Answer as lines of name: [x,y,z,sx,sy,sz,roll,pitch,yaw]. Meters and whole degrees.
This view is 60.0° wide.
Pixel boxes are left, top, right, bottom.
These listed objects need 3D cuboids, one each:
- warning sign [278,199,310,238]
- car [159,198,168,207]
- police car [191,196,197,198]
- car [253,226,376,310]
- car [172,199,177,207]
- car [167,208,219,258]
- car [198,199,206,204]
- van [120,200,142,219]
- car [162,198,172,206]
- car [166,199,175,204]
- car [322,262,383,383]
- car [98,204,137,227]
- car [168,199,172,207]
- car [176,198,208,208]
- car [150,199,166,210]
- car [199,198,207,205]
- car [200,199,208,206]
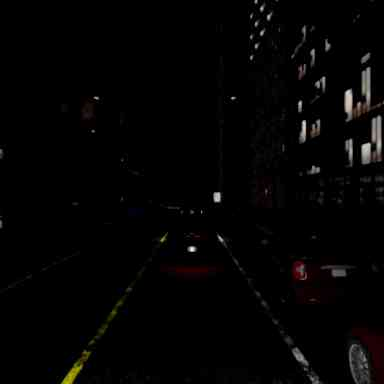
warning sign: [5.067,1.294,16.610,1.300,1.860,1.060,0,-1,0]
car: [-5.690,2.220,58.850,1.802,1.307,4.206,0,-1,0]
police car: [0.249,2.377,86.591,1.930,1.638,5.238,0,-1,-18]
car: [2.690,1.527,8.017,1.967,1.590,4.097,0,-1,0]
car: [-3.014,2.214,65.311,1.837,1.490,4.892,0,-1,0]
car: [0.022,1.653,13.491,1.837,1.490,4.892,0,0,0]
car: [2.691,2.509,87.092,2.008,1.369,4.403,0,-1,0]
van: [-5.690,1.670,30.612,1.690,1.788,3.998,0,-1,0]
car: [-5.689,2.270,75.797,1.967,1.590,4.097,0,-1,0]
car: [-5.689,2.509,87.091,2.008,1.369,4.403,0,-1,0]
car: [2.689,1.609,2.368,1.802,1.307,4.206,0,-1,0]
car: [-5.691,1.834,24.961,1.947,1.339,4.313,0,-1,0]
car: [-5.690,2.017,64.502,2.192,1.841,5.009,0,-1,0]
car: [0.023,1.656,28.411,2.097,1.767,4.553,0,-1,0]
car: [-5.690,2.156,53.202,1.802,1.307,4.206,0,-1,0]
car: [2.691,2.334,81.444,1.967,1.590,4.097,0,-1,0]
car: [2.691,2.357,75.966,1.752,1.417,4.829,0,-1,0]
